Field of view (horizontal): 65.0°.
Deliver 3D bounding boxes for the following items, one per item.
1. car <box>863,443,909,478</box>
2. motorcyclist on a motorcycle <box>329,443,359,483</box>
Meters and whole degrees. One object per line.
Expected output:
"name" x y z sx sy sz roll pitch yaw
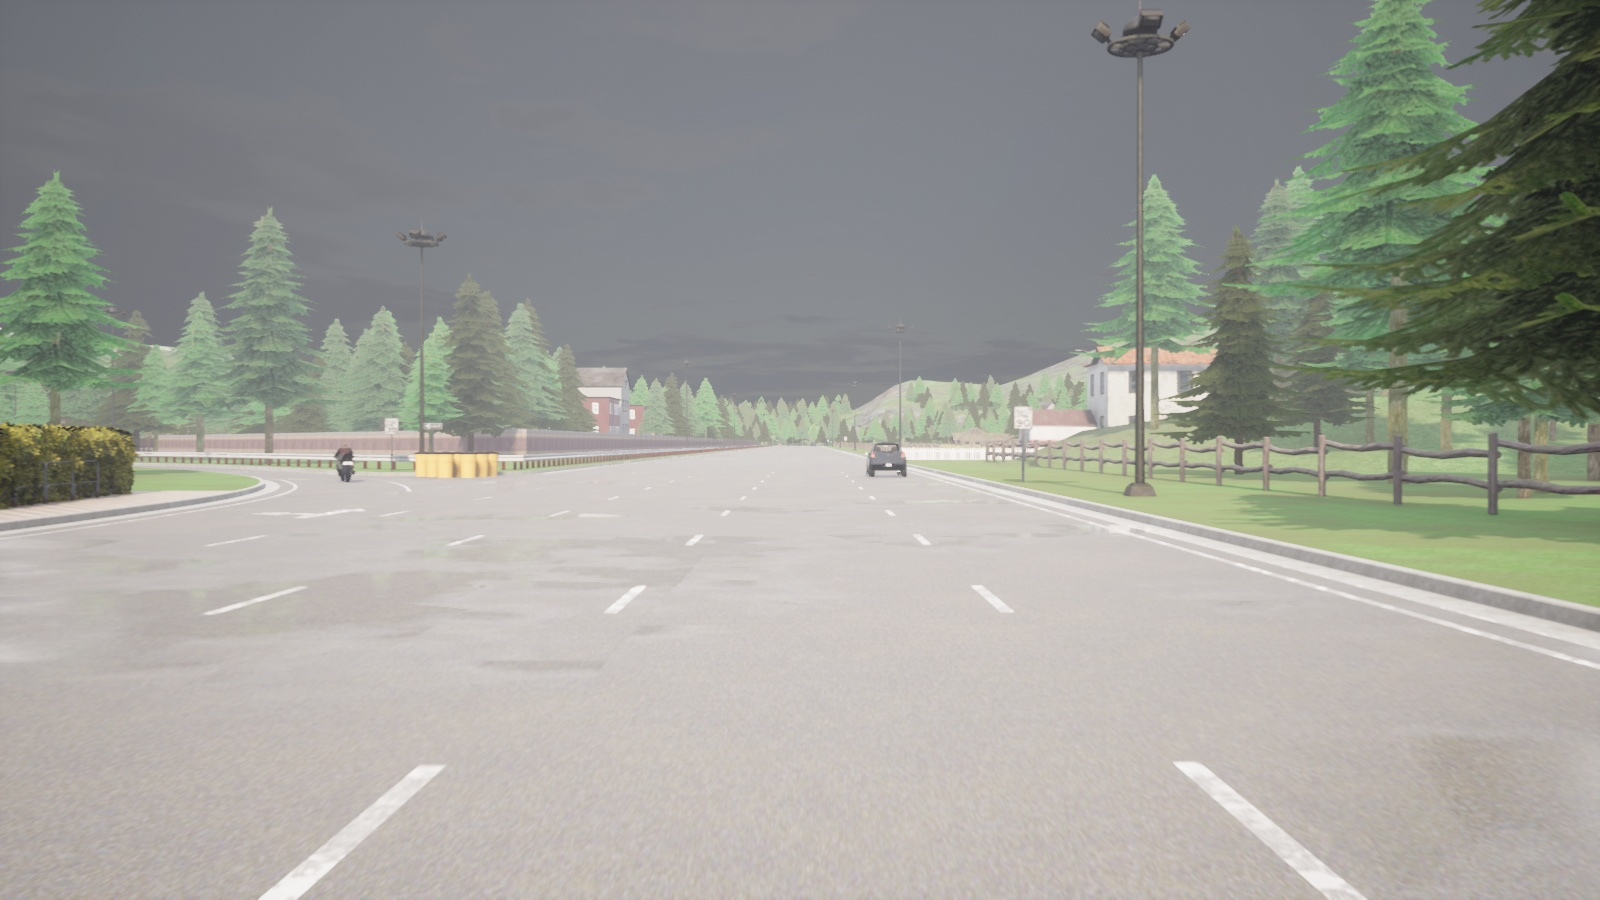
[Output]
"car" 3.841 0.445 56.455 1.845 1.501 3.633 0 0 0
"motorcyclist on a motorcycle" -17.662 0.492 48.624 0.866 1.530 2.191 0 0 -26
